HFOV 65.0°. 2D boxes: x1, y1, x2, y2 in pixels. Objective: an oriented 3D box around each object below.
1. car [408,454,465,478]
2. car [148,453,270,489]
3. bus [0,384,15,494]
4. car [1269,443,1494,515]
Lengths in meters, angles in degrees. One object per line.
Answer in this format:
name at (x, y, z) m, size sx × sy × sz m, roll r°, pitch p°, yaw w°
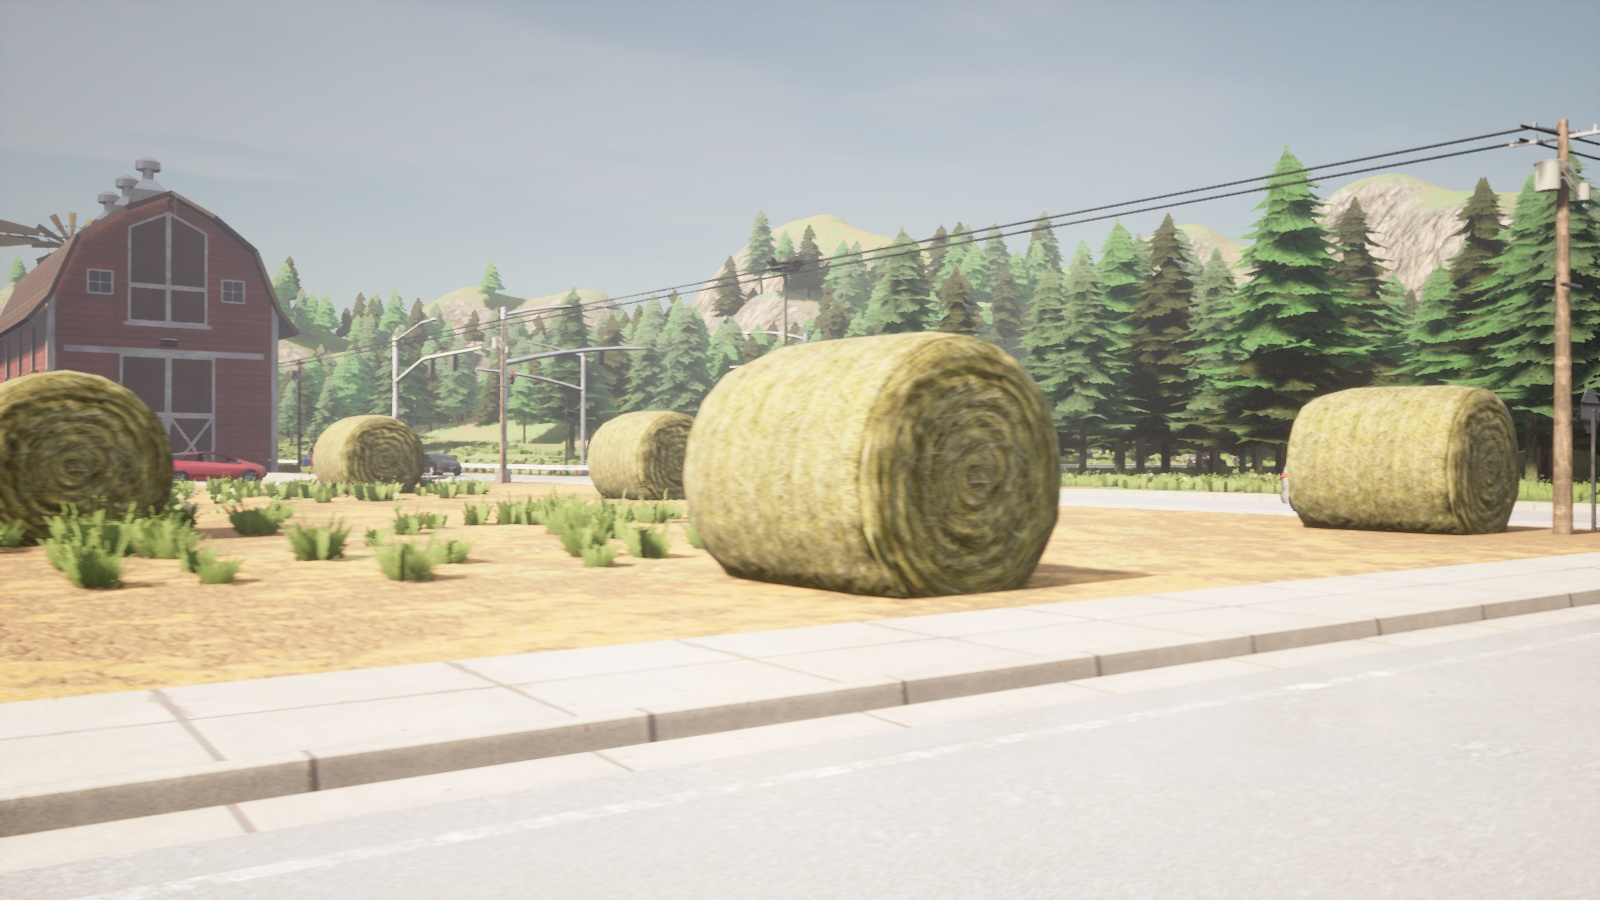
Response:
car at (-23.321, 1.031, 80.505) m, size 1.837 × 1.490 × 4.892 m, roll 0°, pitch 0°, yaw -38°
car at (-25.869, 0.886, 55.026) m, size 4.514 × 1.525 × 2.007 m, roll 0°, pitch 0°, yaw -39°
bus at (-35.749, -0.432, 47.127) m, size 10.273 × 4.253 × 3.944 m, roll 0°, pitch 0°, yaw -39°
car at (14.472, 0.671, 31.478) m, size 2.242 × 1.667 × 4.611 m, roll 0°, pitch 0°, yaw -37°
